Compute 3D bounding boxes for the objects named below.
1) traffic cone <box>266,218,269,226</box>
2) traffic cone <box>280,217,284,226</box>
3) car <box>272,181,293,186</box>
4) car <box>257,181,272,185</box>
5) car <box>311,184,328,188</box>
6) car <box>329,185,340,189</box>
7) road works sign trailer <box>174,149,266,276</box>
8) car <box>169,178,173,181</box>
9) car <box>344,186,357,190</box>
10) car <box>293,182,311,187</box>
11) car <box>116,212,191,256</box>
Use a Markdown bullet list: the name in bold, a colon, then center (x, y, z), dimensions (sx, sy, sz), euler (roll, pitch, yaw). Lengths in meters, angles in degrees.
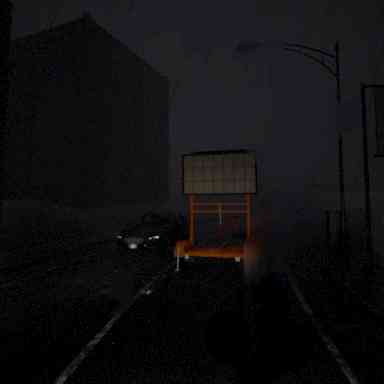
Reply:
- **traffic cone**: center (5.160, 2.062, 22.969), dimensions (0.340, 0.580, 0.340), euler (-2, -1, 16)
- **traffic cone**: center (6.112, 2.031, 22.681), dimensions (0.340, 0.580, 0.340), euler (-2, -1, 17)
- **car**: center (19.337, -1.553, 74.307), dimensions (5.008, 1.535, 2.097), euler (2, -5, -25)
- **car**: center (14.308, -1.702, 71.967), dimensions (4.674, 1.452, 2.002), euler (2, -5, -24)
- **car**: center (29.371, -1.112, 79.379), dimensions (4.792, 1.488, 2.163), euler (2, -5, -27)
- **car**: center (34.214, -0.887, 82.016), dimensions (4.674, 1.452, 2.002), euler (3, -5, -29)
- **road works sign trailer**: center (0.917, 0.487, 10.640), dimensions (2.380, 3.560, 2.880), euler (-1, 0, 17)
- **car**: center (-5.965, -2.461, 63.432), dimensions (4.553, 1.767, 2.185), euler (2, -5, -23)
- **car**: center (38.914, -0.706, 84.712), dimensions (4.892, 1.521, 2.231), euler (3, -5, -30)
- **car**: center (24.293, -1.481, 76.749), dimensions (4.553, 1.767, 2.185), euler (2, -5, -26)
- **car**: center (-1.377, 1.580, 13.581), dimensions (2.128, 1.511, 4.902), euler (-1, -1, 15)
